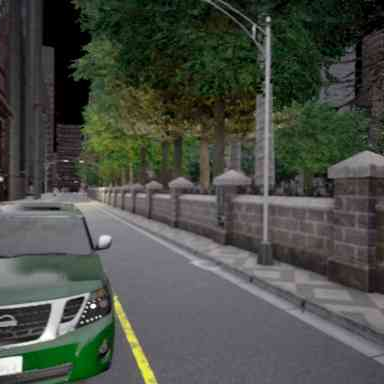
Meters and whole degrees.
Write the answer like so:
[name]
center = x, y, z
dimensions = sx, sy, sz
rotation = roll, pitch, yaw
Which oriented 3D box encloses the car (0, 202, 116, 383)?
[car]
center = -2.691, 1.238, 5.592
dimensions = 2.150, 2.045, 5.566
rotation = 1, 0, -21
